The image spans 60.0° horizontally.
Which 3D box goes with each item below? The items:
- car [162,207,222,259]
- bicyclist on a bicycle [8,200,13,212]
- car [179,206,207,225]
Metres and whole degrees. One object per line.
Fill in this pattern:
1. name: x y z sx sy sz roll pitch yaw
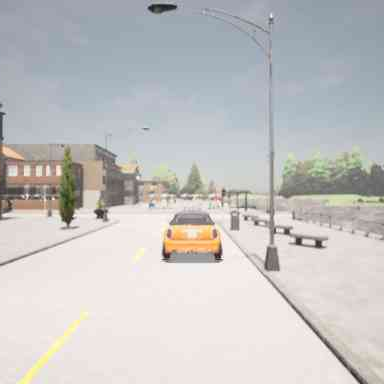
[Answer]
1. car: 0.017 1.500 13.390 2.097 1.767 4.553 0 -1 0
2. bicyclist on a bicycle: -24.198 1.833 44.051 0.582 1.620 1.656 0 0 0
3. car: 0.177 1.913 28.189 1.895 1.301 4.718 0 -1 5
